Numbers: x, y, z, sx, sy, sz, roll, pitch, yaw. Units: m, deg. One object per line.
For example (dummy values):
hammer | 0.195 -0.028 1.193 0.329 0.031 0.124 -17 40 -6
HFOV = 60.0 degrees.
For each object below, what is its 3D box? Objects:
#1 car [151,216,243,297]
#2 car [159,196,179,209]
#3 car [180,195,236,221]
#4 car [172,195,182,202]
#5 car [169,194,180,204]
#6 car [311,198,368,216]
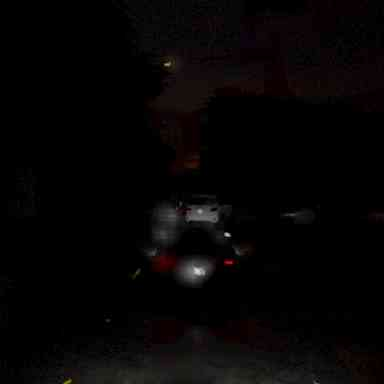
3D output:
car | 0.094 1.554 8.622 1.994 1.385 4.181 0 0 0
car | -3.079 1.481 42.150 1.895 1.301 4.718 1 0 0
car | 1.368 1.185 22.203 2.150 2.045 5.566 0 0 19
car | -2.980 1.334 67.835 1.895 1.301 4.718 0 0 0
car | -3.073 1.184 53.016 2.097 1.767 4.553 0 0 0
car | 13.056 1.286 29.529 4.674 1.442 1.812 -1 1 2
